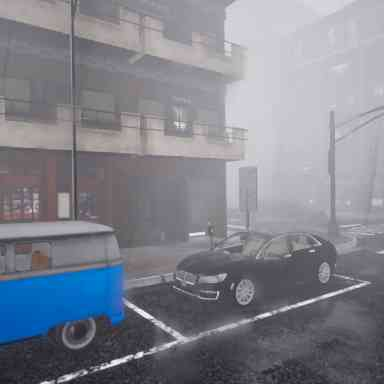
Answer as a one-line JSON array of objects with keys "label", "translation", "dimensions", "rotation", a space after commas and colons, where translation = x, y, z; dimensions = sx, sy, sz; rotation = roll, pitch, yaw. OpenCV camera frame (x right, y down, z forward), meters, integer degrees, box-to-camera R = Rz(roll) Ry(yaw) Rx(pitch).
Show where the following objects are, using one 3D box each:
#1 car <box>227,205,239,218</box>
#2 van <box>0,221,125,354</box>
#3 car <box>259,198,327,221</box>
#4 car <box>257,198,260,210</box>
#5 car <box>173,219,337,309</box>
[{"label": "car", "translation": [2.151, 1.506, 28.910], "dimensions": [1.887, 1.381, 4.507], "rotation": [-1, 1, -35]}, {"label": "van", "translation": [-2.924, 1.341, 4.492], "dimensions": [3.998, 1.788, 1.690], "rotation": [0, -1, -36]}, {"label": "car", "translation": [7.831, 1.424, 25.456], "dimensions": [1.882, 1.535, 5.008], "rotation": [-1, 1, -34]}, {"label": "car", "translation": [7.315, 1.356, 36.574], "dimensions": [1.887, 1.381, 4.507], "rotation": [-1, 1, -35]}, {"label": "car", "translation": [1.617, 1.549, 7.734], "dimensions": [4.403, 1.369, 2.008], "rotation": [0, -1, -36]}]
